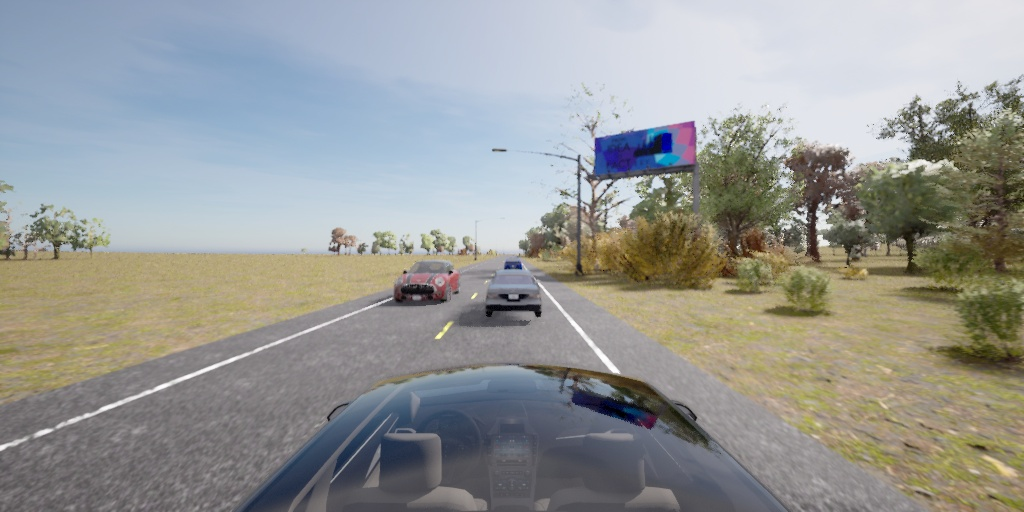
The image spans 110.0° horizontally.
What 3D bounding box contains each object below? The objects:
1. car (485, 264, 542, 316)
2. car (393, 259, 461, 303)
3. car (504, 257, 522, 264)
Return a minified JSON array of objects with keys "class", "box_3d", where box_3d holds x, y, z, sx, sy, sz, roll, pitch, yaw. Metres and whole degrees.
[{"class":"car","box_3d":[0.063,1.191,12.844,2.033,1.411,5.357,0,1,0]},{"class":"car","box_3d":[-3.566,0.966,15.759,2.097,1.767,4.553,0,1,0]},{"class":"car","box_3d":[0.104,0.862,39.682,1.882,1.535,5.008,0,1,0]}]
